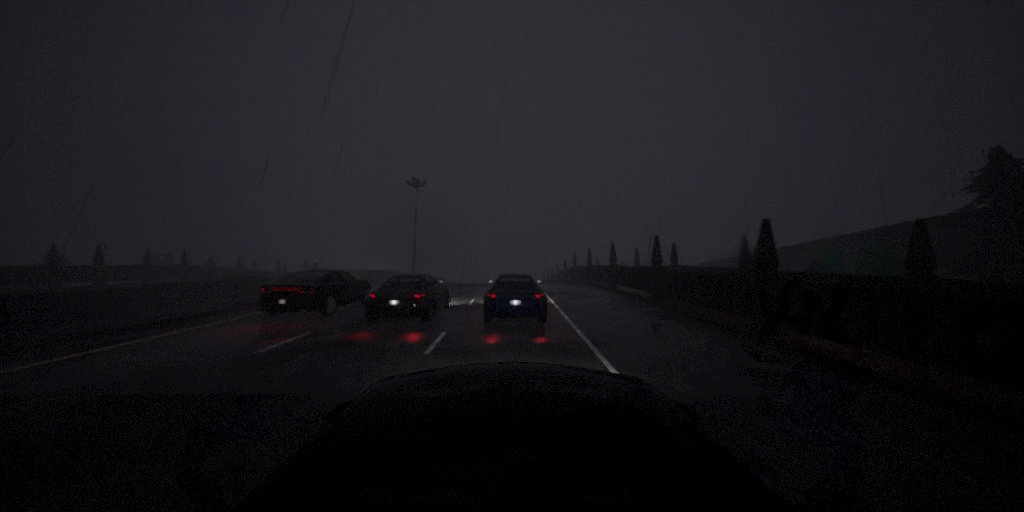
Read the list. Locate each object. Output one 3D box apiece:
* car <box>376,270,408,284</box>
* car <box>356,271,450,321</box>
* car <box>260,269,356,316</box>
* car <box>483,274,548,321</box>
[{"bbox_3d":[-14.079,2.532,42.322,2.128,1.511,4.902,0,-6,0],"label":"car"},{"bbox_3d":[-3.399,1.297,12.331,1.994,1.385,4.181,0,0,0],"label":"car"},{"bbox_3d":[-6.899,1.209,13.239,1.882,1.535,5.008,0,0,0],"label":"car"},{"bbox_3d":[0.101,1.298,12.326,1.994,1.385,4.181,0,0,0],"label":"car"}]
